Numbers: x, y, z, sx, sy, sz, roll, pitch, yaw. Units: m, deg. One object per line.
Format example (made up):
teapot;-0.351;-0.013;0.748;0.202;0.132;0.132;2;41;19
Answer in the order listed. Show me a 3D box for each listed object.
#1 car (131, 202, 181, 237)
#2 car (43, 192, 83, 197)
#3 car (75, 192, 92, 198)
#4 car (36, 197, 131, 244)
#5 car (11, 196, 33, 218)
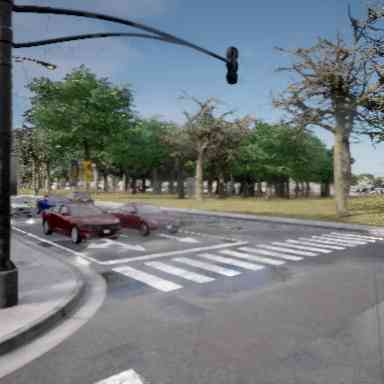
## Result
car;-2.500;1.275;16.849;1.812;1.442;4.674;0;1;-40
car;-10.719;0.979;26.204;1.882;1.535;5.008;0;1;-41
car;-11.113;0.776;31.874;2.097;1.767;4.553;0;1;-41
car;-4.984;1.214;14.755;1.882;1.535;5.008;0;1;-43
car;-12.842;1.025;23.676;1.812;1.442;4.674;0;1;-41
